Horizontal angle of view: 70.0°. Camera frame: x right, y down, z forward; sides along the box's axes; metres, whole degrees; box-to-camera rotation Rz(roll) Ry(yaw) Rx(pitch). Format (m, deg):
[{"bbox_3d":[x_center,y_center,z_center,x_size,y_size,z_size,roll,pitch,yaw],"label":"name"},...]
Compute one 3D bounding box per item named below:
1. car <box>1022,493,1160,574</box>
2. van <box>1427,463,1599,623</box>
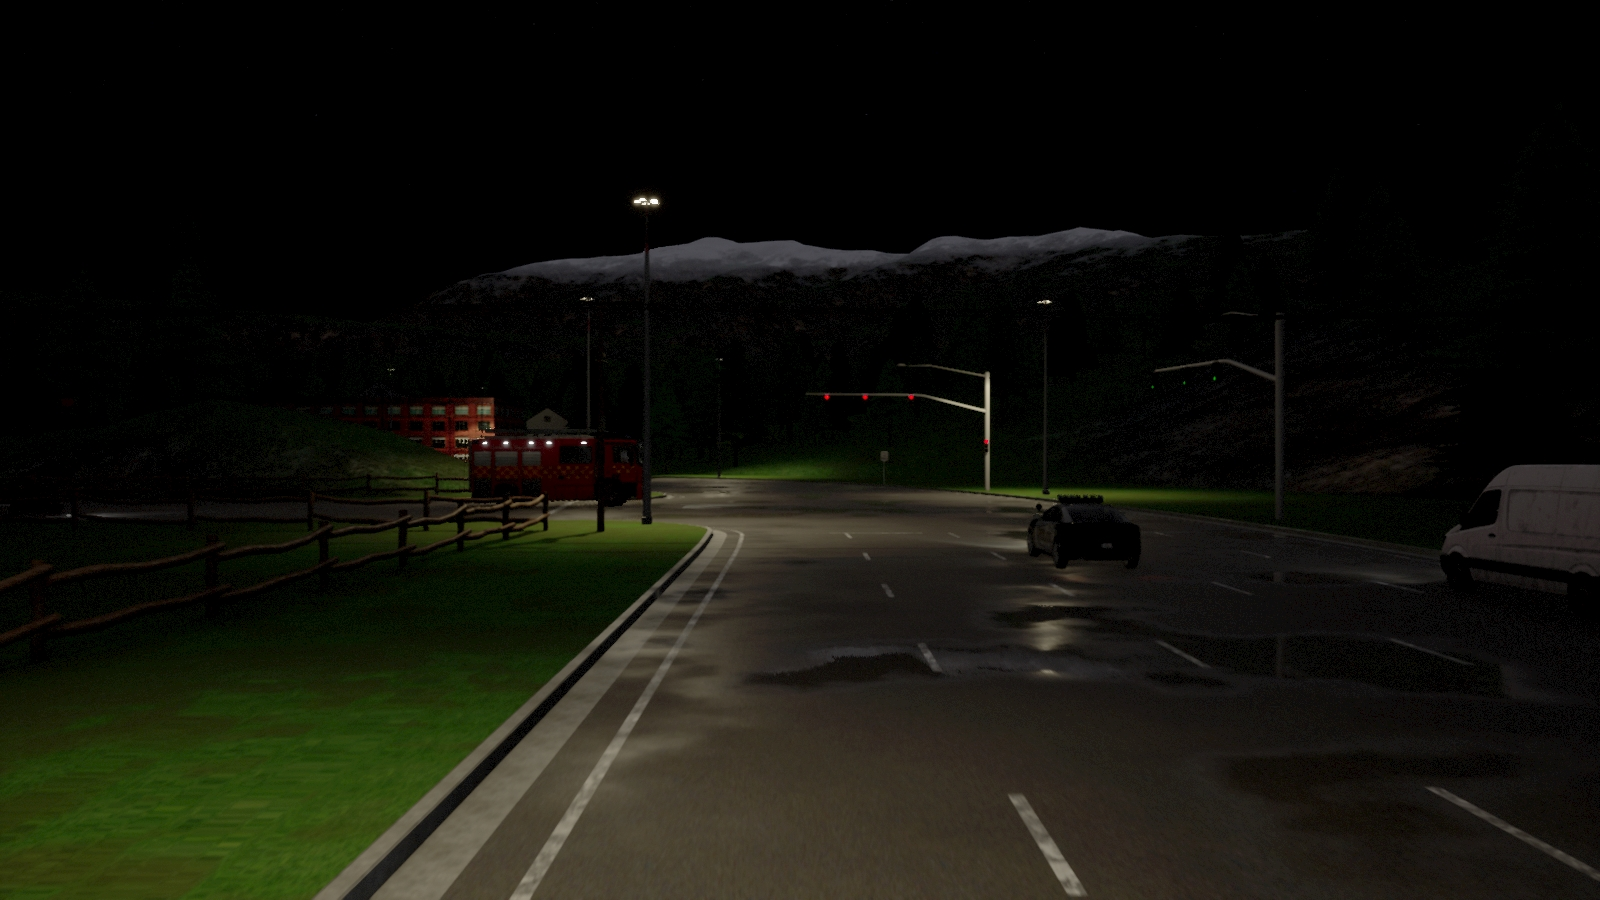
[{"bbox_3d":[7.098,1.982,28.505,2.097,1.638,5.238,0,0,0],"label":"car"},{"bbox_3d":[13.993,1.533,20.726,1.988,2.561,5.915,0,0,0],"label":"van"}]
